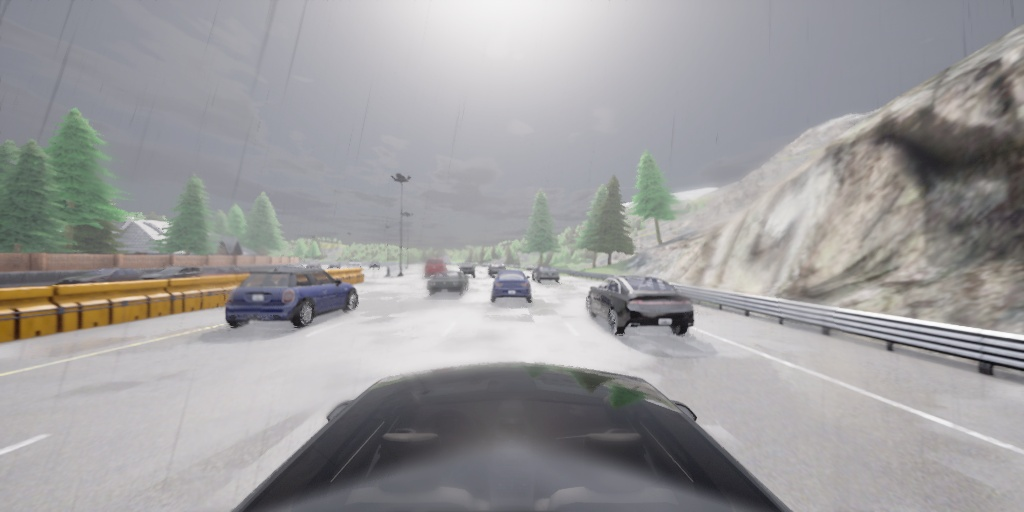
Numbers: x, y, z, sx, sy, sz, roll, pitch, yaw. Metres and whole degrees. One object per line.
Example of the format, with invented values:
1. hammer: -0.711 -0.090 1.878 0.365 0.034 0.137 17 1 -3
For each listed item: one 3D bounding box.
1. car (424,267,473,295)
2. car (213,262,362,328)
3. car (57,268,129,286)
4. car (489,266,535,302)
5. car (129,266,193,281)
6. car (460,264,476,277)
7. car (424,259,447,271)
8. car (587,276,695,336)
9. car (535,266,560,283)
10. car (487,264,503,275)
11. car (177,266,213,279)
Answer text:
1. car: -3.594 1.537 21.051 1.895 1.301 4.718 0 -1 -1
2. car: -6.975 1.202 11.979 2.097 1.767 4.553 0 -1 0
3. car: -28.462 1.539 25.593 2.033 1.411 5.357 0 -1 -3
4. car: -0.049 1.430 17.925 1.812 1.442 4.674 0 0 -1
5. car: -25.072 1.509 26.874 1.837 1.490 4.892 0 -1 -4
6. car: -5.307 1.641 41.834 1.837 1.490 4.892 0 0 -8
7. car: -8.624 1.348 40.559 2.150 2.045 5.566 0 0 -8
8. car: 3.531 1.326 10.701 2.128 1.511 4.902 0 0 0
9. car: 2.873 1.580 31.534 2.033 1.411 5.357 0 -1 -4
10. car: -1.894 1.632 42.550 2.128 1.511 4.902 0 0 -8
11. car: -21.529 1.598 26.523 1.895 1.301 4.718 0 -1 -3
